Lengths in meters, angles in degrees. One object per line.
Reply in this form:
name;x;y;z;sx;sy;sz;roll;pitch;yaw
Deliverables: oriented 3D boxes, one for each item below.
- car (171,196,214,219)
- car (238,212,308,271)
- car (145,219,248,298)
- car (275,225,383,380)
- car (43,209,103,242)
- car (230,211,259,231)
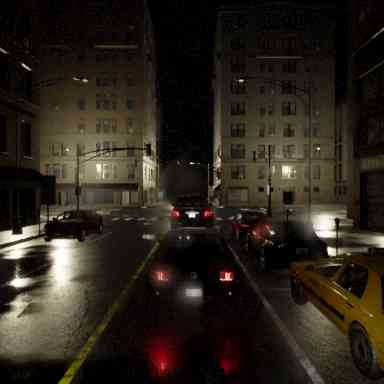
car;0.004;1.214;18.448;2.150;2.045;5.566;0;0;0
car;2.868;1.562;10.701;1.947;1.339;4.313;-1;0;0
car;0.047;1.598;8.456;1.895;1.301;4.718;0;0;0
car;2.864;1.523;5.285;1.752;1.417;4.829;-1;0;0
car;-5.674;1.538;16.290;1.887;1.381;4.507;-1;0;0
car;2.872;1.575;16.287;1.802;1.307;4.206;-1;0;0
